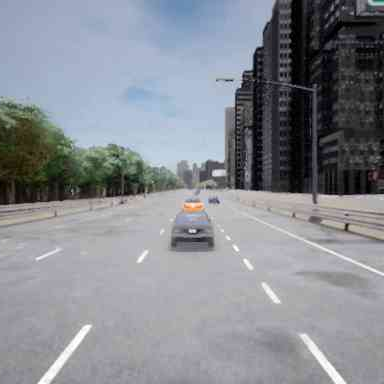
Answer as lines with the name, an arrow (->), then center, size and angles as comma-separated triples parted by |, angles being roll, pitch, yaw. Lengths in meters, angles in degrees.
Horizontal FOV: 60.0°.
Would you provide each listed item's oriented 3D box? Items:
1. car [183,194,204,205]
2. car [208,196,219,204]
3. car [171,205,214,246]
car -> 0.129, 1.357, 33.120 | 2.097, 1.767, 4.553 | 0, 0, 0
car -> 4.037, 1.400, 62.471 | 1.812, 1.442, 4.674 | 0, 0, 1
car -> 0.031, 1.571, 15.484 | 2.033, 1.411, 5.357 | 0, 0, 0
